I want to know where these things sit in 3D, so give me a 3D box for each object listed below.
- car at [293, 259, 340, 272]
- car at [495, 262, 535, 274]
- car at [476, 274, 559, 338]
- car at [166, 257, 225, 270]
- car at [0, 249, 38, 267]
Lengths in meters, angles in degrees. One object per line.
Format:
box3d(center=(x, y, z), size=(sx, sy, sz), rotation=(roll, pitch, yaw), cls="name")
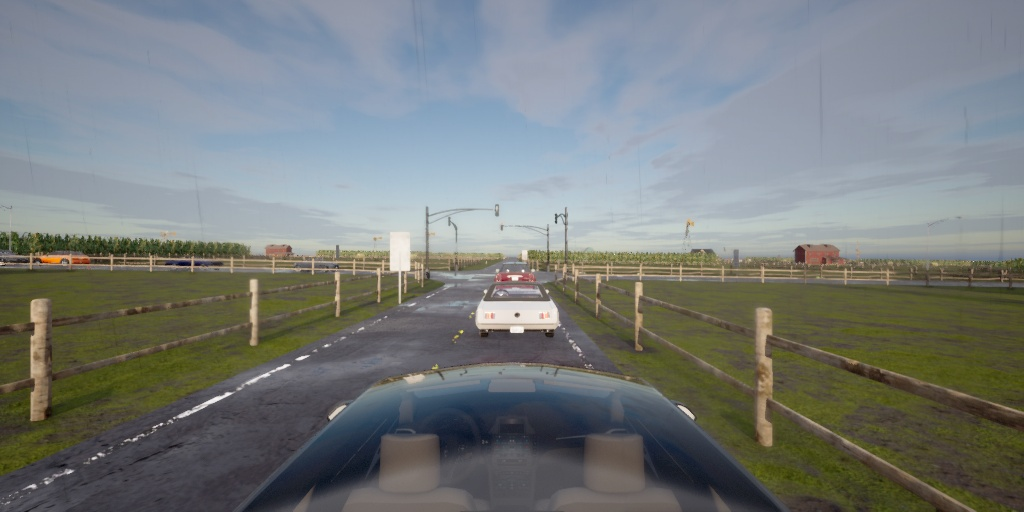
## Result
box3d(center=(-19.968, 0.962, 36.778), size=(4.181, 1.385, 1.994), rotation=(1, 0, 0), cls="car")
box3d(center=(0.178, 1.103, 19.173), size=(2.097, 1.767, 4.553), rotation=(0, 0, 1), cls="car")
box3d(center=(0.123, 1.351, 10.184), size=(1.895, 1.301, 4.718), rotation=(0, 0, 0), cls="car")
box3d(center=(-32.404, 0.774, 36.819), size=(4.718, 1.301, 1.895), rotation=(1, 0, 1), cls="car")
box3d(center=(-52.725, 0.318, 36.953), size=(4.892, 1.490, 1.837), rotation=(0, 0, 1), cls="car")
